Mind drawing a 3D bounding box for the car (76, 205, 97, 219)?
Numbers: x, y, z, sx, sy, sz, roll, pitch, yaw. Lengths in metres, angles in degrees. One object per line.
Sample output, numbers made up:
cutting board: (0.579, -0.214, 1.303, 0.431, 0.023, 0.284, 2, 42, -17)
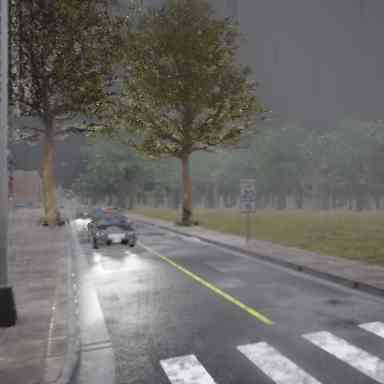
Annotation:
car: (-13.033, 2.403, 40.470, 2.128, 1.511, 4.902, 0, -2, -20)

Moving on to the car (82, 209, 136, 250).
car: (-3.953, 1.795, 16.030, 2.128, 1.511, 4.902, 0, -1, -21)

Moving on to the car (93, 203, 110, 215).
car: (-13.544, 2.486, 49.763, 2.097, 1.767, 4.553, 0, -1, -20)

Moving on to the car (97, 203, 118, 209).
car: (-9.934, 2.373, 40.276, 2.128, 1.511, 4.902, 0, -1, -20)
